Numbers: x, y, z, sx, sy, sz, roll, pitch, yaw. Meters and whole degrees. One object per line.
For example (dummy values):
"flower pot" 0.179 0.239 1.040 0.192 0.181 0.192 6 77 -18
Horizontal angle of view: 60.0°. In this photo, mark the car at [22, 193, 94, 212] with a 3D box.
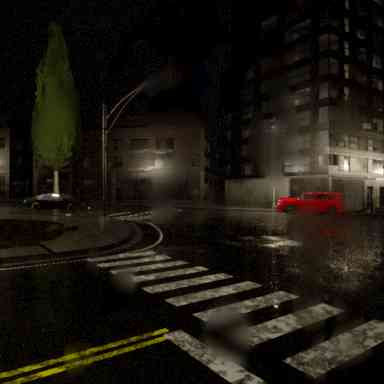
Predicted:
"car" -10.557 0.788 26.246 5.357 1.411 2.033 1 0 11

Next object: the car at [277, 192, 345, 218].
"car" 10.281 1.019 29.012 5.566 2.045 2.150 2 1 9
